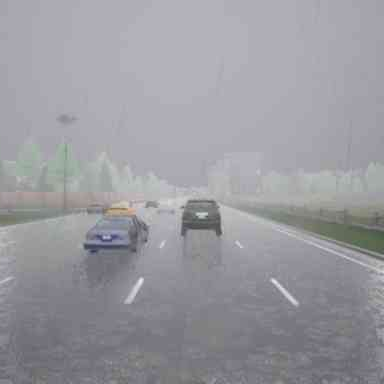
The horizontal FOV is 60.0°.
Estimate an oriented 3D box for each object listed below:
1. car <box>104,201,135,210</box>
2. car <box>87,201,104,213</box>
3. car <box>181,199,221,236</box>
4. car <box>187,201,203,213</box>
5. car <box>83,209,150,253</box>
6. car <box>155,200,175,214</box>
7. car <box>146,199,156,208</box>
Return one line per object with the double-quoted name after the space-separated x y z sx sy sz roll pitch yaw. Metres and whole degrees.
-6.555 1.721 31.558 1.882 1.535 5.008 0 0 0 "car"
-10.081 1.758 36.671 2.128 1.511 4.902 0 0 0 "car"
0.501 1.408 19.968 2.150 2.045 5.566 0 0 0 "car"
0.365 1.963 45.569 2.033 1.411 5.357 0 0 0 "car"
-2.986 1.657 14.142 2.033 1.411 5.357 0 0 0 "car"
-3.102 1.875 40.795 1.812 1.442 4.674 0 0 0 "car"
-6.682 1.971 56.182 1.837 1.490 4.892 0 0 0 "car"
